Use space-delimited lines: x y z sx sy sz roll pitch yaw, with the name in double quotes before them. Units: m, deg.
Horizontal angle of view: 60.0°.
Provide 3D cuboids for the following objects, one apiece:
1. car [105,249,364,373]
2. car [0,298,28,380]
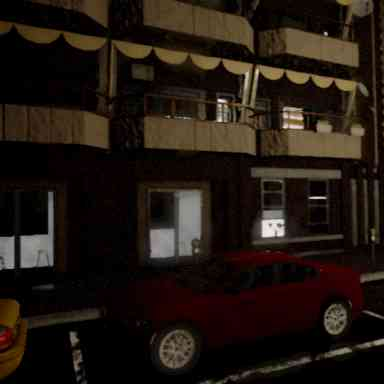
"car" 0.824 1.715 5.697 4.507 1.381 1.887 0 -2 -23
"car" -4.425 1.675 3.488 4.829 1.417 1.752 0 -2 -23
